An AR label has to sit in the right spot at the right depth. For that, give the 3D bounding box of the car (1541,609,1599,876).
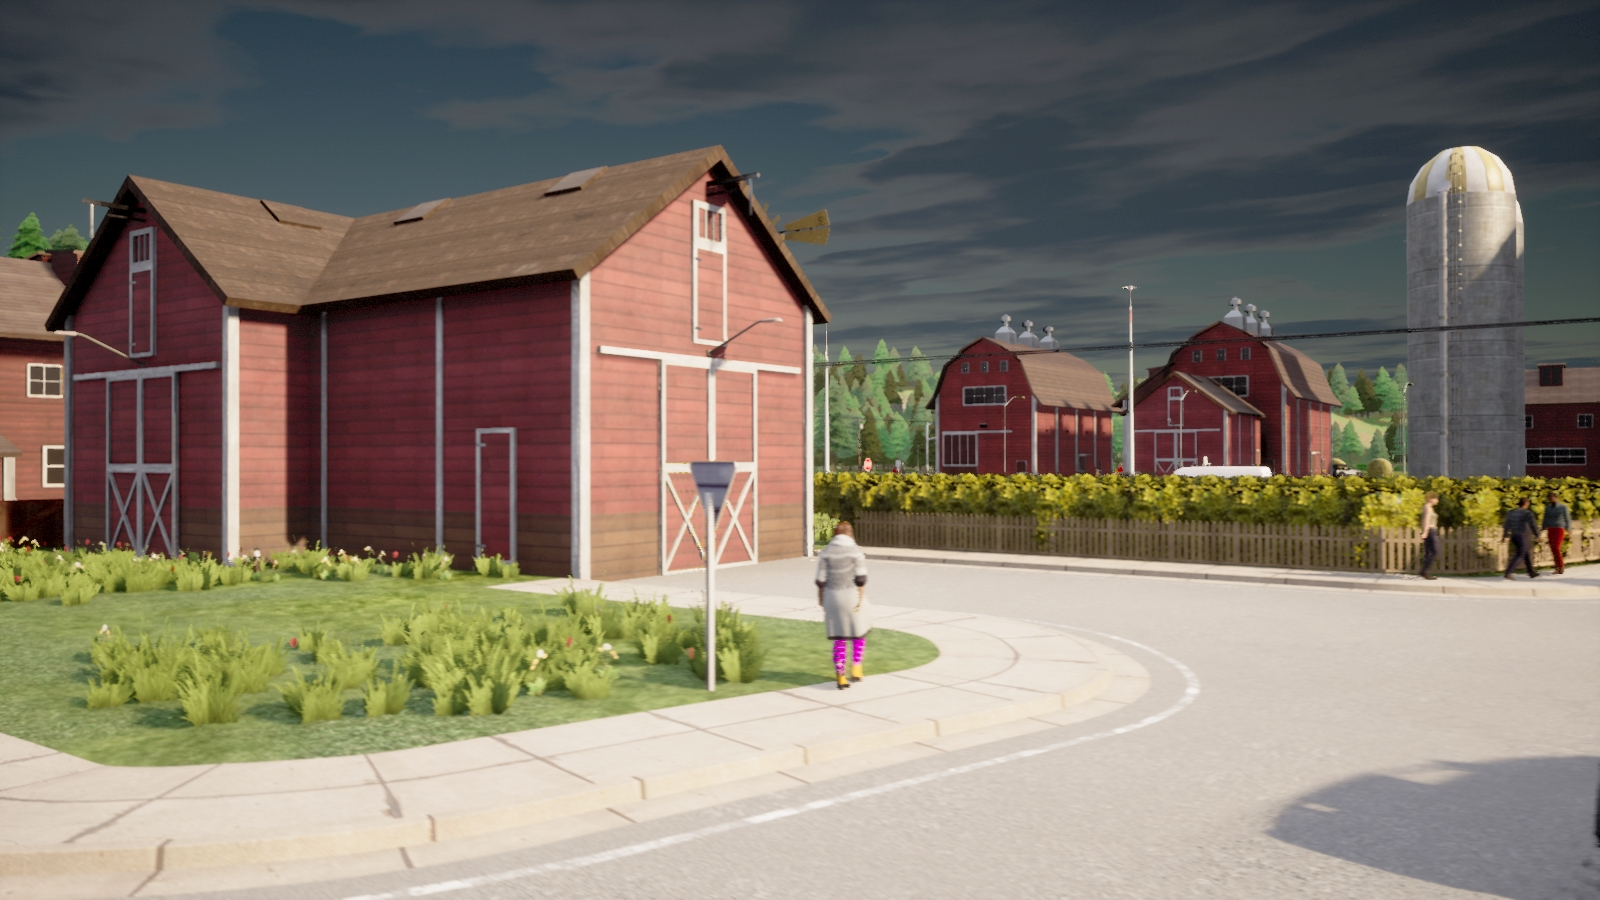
[{"bbox_3d":[7.131,1.869,7.903,4.514,1.525,2.007,0,-1,-38],"label":"car"}]

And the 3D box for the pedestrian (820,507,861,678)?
[{"bbox_3d":[0.457,1.572,12.765,0.375,1.860,0.375,0,0,15],"label":"pedestrian"}]

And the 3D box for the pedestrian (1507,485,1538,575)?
[{"bbox_3d":[15.247,1.677,24.114,0.375,1.860,0.375,0,0,-17],"label":"pedestrian"}]

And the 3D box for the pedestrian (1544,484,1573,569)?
[{"bbox_3d":[16.829,1.693,25.353,0.375,1.860,0.375,0,0,-24],"label":"pedestrian"}]

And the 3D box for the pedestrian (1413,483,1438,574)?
[{"bbox_3d":[13.032,1.626,23.816,0.375,1.860,0.375,0,0,19],"label":"pedestrian"}]
